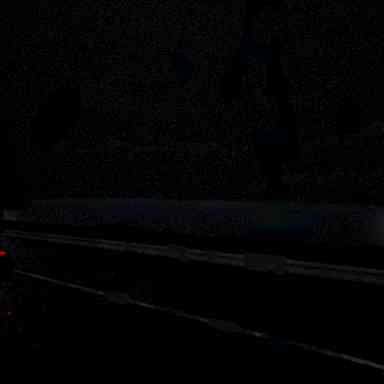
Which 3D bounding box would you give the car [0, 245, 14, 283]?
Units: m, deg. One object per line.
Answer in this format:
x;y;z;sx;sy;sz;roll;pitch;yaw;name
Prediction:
-6.479;1.610;8.610;4.181;1.385;1.994;0;0;35;car
